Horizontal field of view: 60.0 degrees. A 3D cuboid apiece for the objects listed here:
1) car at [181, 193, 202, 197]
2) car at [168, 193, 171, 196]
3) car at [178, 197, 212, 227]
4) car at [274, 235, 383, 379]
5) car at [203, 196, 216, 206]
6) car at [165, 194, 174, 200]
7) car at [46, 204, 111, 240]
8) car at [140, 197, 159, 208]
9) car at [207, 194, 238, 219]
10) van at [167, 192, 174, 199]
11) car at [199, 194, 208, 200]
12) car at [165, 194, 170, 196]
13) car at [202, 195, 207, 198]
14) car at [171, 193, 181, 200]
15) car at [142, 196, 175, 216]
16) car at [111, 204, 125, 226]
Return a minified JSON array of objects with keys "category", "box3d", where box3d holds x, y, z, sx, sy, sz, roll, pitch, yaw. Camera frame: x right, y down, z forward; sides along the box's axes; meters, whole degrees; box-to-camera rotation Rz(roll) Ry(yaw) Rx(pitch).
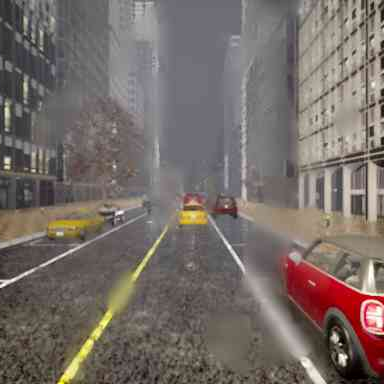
[{"category":"car","box3d":[0.076,1.099,40.325,2.150,2.045,5.566,0,0,0]},{"category":"car","box3d":[-5.732,1.301,73.815,2.008,1.369,4.403,0,0,0]},{"category":"car","box3d":[0.087,1.396,21.971,1.801,1.575,5.366,0,1,0]},{"category":"car","box3d":[2.690,1.425,5.502,1.967,1.590,4.097,0,0,0]},{"category":"car","box3d":[2.662,1.363,51.209,1.752,1.417,4.829,0,0,0]},{"category":"car","box3d":[-5.738,1.250,85.200,1.887,1.381,4.507,0,0,0]},{"category":"car","box3d":[-5.698,1.477,16.722,1.752,1.417,4.829,0,0,0]},{"category":"car","box3d":[-5.715,1.409,45.354,2.008,1.369,4.403,0,0,0]},{"category":"car","box3d":[2.677,1.231,28.270,2.192,1.841,5.009,0,0,0]},{"category":"van","box3d":[-5.741,1.023,90.892,1.690,1.788,3.998,0,0,0]},{"category":"car","box3d":[2.646,1.294,79.500,1.947,1.339,4.313,0,0,0]},{"category":"car","box3d":[-5.725,1.377,62.430,1.802,1.307,4.206,0,0,0]},{"category":"car","box3d":[2.670,1.193,39.655,2.192,1.841,5.009,0,0,0]},{"category":"car","box3d":[-3.044,1.233,73.142,1.812,1.442,4.674,0,0,0]},{"category":"car","box3d":[-3.117,1.395,31.761,2.128,1.511,4.902,0,0,0]},{"category":"car","box3d":[-5.702,1.484,22.585,2.008,1.369,4.403,0,0,0]}]
